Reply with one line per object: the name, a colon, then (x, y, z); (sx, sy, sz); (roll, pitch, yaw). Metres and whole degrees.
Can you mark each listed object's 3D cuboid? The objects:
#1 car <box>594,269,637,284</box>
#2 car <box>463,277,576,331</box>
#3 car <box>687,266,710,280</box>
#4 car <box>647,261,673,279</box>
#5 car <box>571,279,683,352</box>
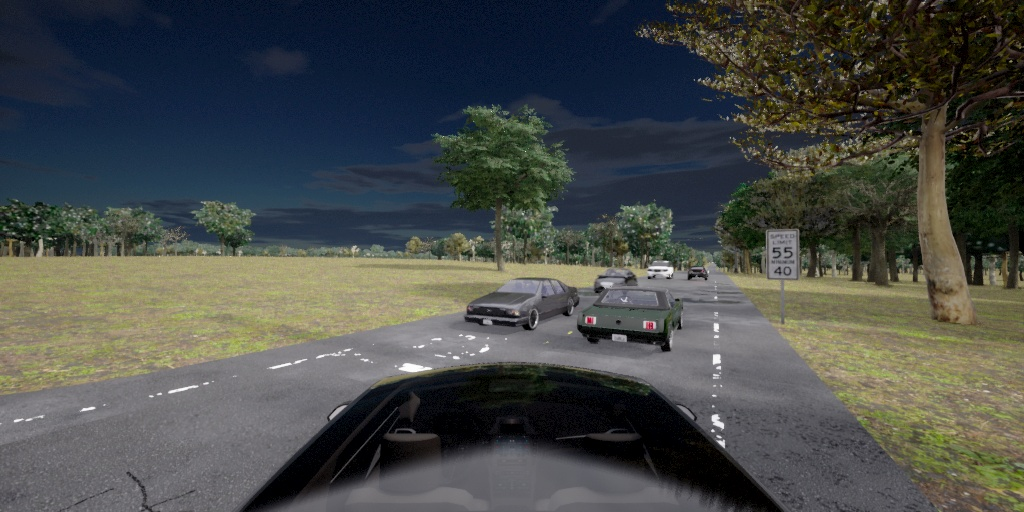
car: (6.525, 1.538, 22.298); (2.128, 1.511, 4.902); (0, -1, 30)
car: (0.652, 1.425, 11.952); (2.033, 1.411, 5.357); (0, -1, 29)
car: (20.318, 1.847, 39.180); (1.837, 1.490, 4.892); (0, -1, 30)
car: (16.471, 1.562, 39.693); (2.150, 2.045, 5.566); (0, -2, 30)
car: (3.335, 1.449, 9.383); (1.895, 1.301, 4.718); (0, -1, 30)
